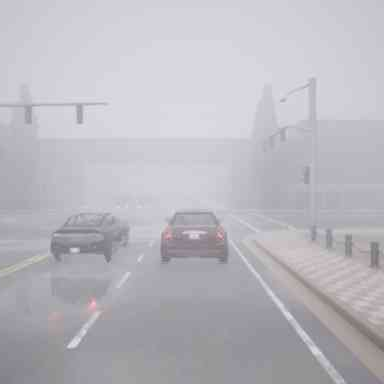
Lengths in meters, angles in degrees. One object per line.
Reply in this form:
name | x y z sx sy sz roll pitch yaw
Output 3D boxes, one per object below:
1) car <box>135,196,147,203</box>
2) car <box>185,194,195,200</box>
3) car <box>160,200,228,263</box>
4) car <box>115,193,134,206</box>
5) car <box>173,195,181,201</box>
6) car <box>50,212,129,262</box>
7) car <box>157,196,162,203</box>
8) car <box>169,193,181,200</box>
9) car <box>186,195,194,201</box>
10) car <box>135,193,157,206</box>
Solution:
car | -10.992 1.550 71.519 1.994 1.385 4.181 0 0 0
car | -0.454 1.352 77.210 2.097 1.767 4.553 0 0 0
car | 0.076 1.352 12.067 2.097 1.767 4.553 0 0 0
car | -11.151 1.220 55.513 2.150 2.045 5.566 0 0 1
car | -3.897 1.440 85.837 1.812 1.442 4.674 0 0 0
car | -3.497 1.491 12.154 2.128 1.511 4.902 0 0 -2
car | -7.493 1.537 71.453 2.033 1.411 5.357 0 0 0
car | -3.961 1.221 76.180 2.150 2.045 5.566 0 0 0
car | -0.397 1.459 85.742 1.994 1.385 4.181 0 0 0
car | -7.654 1.220 55.570 2.150 2.045 5.566 0 0 1
